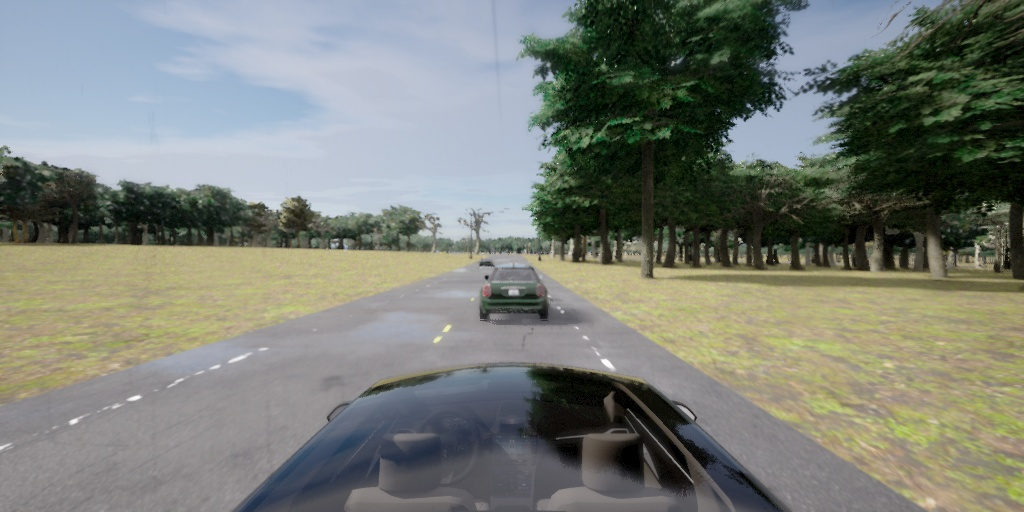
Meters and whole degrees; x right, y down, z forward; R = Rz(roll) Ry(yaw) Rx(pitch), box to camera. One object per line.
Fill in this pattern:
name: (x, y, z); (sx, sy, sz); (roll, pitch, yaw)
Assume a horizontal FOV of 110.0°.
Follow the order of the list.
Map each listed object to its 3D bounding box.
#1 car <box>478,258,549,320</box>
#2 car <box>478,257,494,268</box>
car: (0.067, 1.048, 12.472); (2.097, 1.767, 4.553); (0, 0, 0)
car: (-3.578, 0.885, 49.737); (1.895, 1.301, 4.718); (0, 1, 0)
